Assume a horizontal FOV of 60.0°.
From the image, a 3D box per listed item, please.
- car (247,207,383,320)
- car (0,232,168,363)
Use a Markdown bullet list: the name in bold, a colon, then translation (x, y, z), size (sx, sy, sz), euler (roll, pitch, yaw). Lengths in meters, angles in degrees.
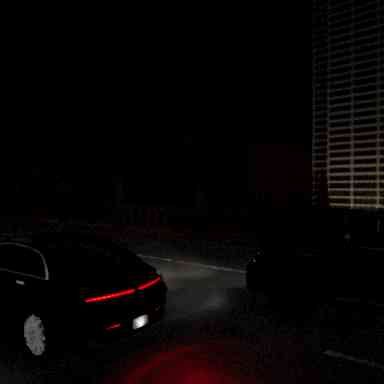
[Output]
- **car**: translation (3.729, 1.221, 5.630), size (5.566, 2.045, 2.150), euler (0, 0, 35)
- **car**: translation (-2.660, 1.487, 5.887), size (4.892, 1.490, 1.837), euler (0, 0, 35)
